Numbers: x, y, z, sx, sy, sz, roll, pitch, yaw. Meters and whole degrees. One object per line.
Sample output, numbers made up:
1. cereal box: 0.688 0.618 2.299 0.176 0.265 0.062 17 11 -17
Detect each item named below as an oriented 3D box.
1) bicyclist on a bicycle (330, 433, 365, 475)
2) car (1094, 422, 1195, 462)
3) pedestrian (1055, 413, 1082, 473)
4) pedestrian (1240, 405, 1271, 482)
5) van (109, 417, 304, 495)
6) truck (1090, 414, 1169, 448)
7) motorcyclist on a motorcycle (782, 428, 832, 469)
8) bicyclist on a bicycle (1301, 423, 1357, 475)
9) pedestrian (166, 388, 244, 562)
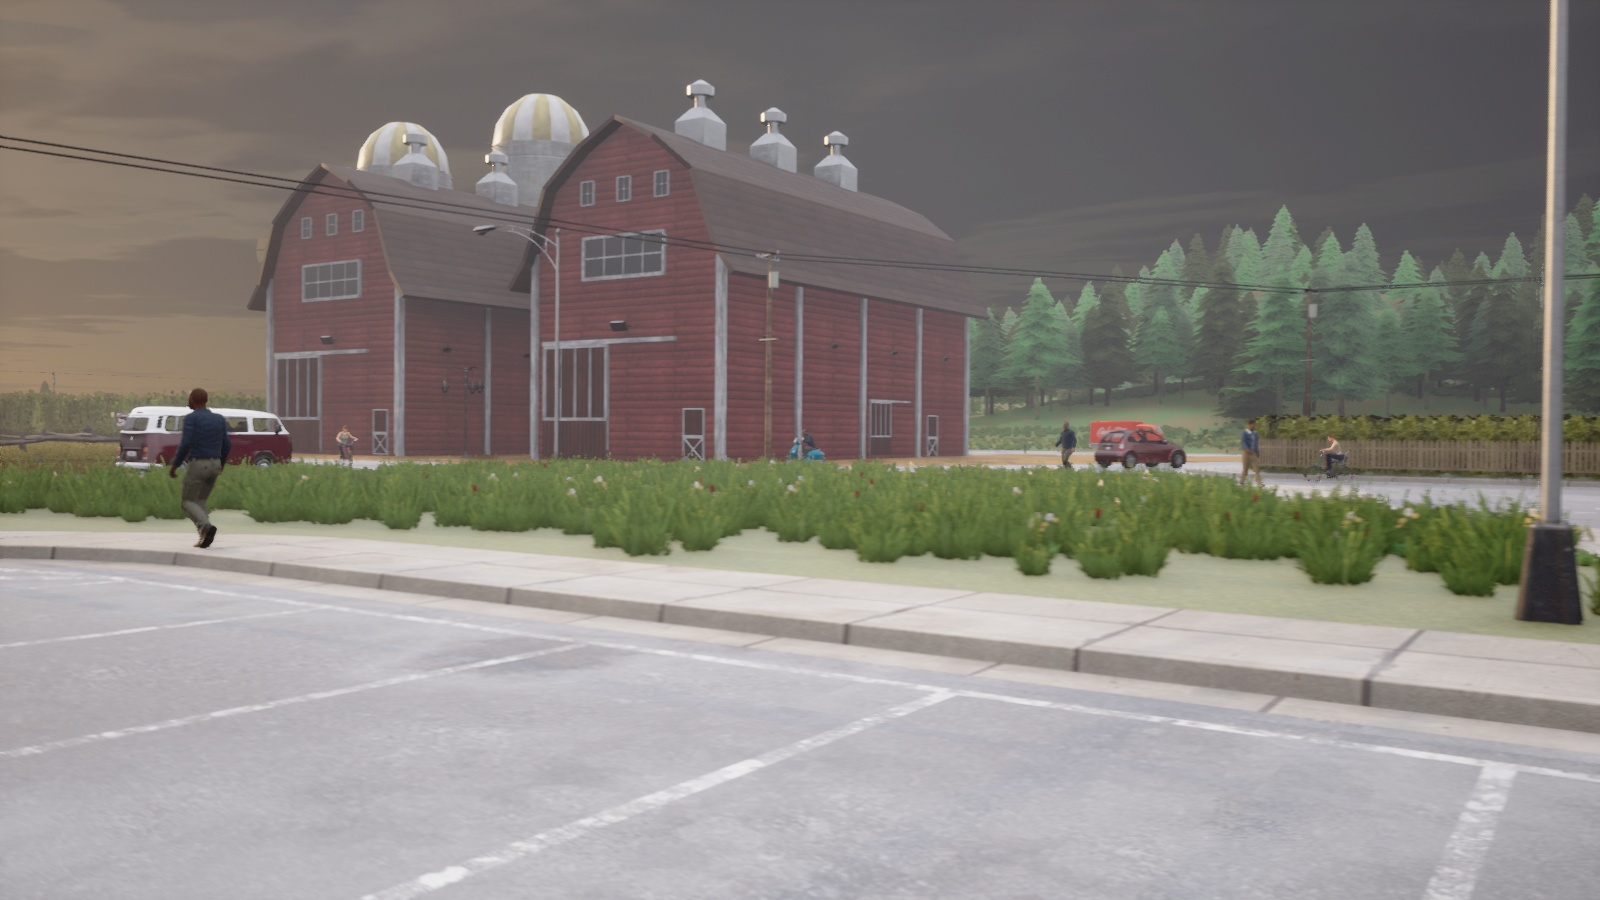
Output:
1. bicyclist on a bicycle: -18.050 0.148 50.105 0.866 1.612 1.509 -2 2 -37
2. car: 14.632 -0.345 53.319 3.988 1.617 1.851 -1 1 -29
3. pedestrian: 8.258 -0.216 38.617 0.726 1.842 0.402 -1 1 -38
4. pedestrian: 11.692 -0.159 32.243 0.423 1.949 0.788 -1 1 -9
5. van: -16.537 0.124 35.201 2.069 2.038 4.480 0 1 34
6. truck: 24.877 -1.415 94.831 5.204 2.467 2.627 0 1 35
7. motorcyclist on a motorcycle: 0.273 -0.068 50.295 1.817 1.590 0.866 -1 1 -22
8. bicyclist on a bicycle: 17.027 -0.038 40.417 1.509 1.612 0.866 0 1 35
9. pedestrian: -6.426 0.260 13.559 0.726 1.835 0.370 0 1 27
